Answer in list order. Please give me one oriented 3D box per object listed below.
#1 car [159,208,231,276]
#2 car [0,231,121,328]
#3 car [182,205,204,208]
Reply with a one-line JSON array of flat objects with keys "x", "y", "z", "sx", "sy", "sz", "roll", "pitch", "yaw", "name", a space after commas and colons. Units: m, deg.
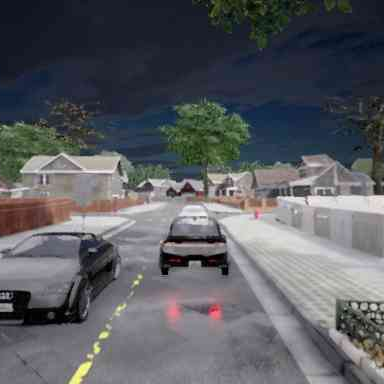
[{"x": 0.084, "y": 1.480, "z": 10.290, "sx": 2.128, "sy": 1.511, "sz": 4.902, "roll": 0, "pitch": 0, "yaw": 0, "name": "car"}, {"x": -2.838, "y": 1.553, "z": 7.007, "sx": 1.994, "sy": 1.385, "sz": 4.181, "roll": 0, "pitch": 0, "yaw": 0, "name": "car"}, {"x": 0.059, "y": 1.517, "z": 20.266, "sx": 1.812, "sy": 1.442, "sz": 4.674, "roll": 0, "pitch": 0, "yaw": 0, "name": "car"}]
